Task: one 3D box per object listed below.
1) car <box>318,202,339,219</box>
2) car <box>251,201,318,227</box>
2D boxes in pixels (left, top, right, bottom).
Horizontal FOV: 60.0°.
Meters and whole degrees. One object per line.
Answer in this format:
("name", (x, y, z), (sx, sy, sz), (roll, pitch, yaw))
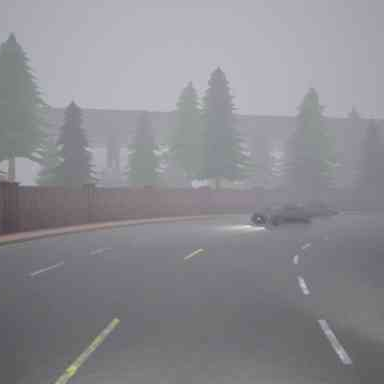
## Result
("car", (9.522, 1.472, 27.715), (5.357, 1.411, 2.033), (0, 0, -16))
("car", (5.925, 1.502, 22.024), (4.181, 1.385, 1.994), (0, 0, -31))
